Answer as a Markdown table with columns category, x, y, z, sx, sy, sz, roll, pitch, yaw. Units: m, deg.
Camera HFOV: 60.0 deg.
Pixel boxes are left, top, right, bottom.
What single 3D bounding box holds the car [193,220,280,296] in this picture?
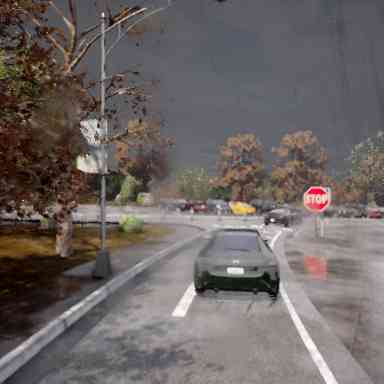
| category | x | y | z | sx | sy | sz | roll | pitch | yaw |
| --- | --- | --- | --- | --- | --- | --- | --- | --- | --- |
| car | 1.237 | 1.682 | 9.096 | 1.994 | 1.385 | 4.181 | 0 | -1 | 9 |

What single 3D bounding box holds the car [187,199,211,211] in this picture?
| category | x | y | z | sx | sy | sz | roll | pitch | yaw |
| --- | --- | --- | --- | --- | --- | --- | --- | --- | --- |
| car | 1.011 | 2.001 | 51.734 | 2.163 | 1.488 | 4.792 | 4 | -1 | -20 |

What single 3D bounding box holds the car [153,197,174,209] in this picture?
| category | x | y | z | sx | sy | sz | roll | pitch | yaw |
| --- | --- | --- | --- | --- | --- | --- | --- | --- | --- |
| car | -4.317 | 1.629 | 49.750 | 2.002 | 1.452 | 4.674 | 4 | -1 | -20 |

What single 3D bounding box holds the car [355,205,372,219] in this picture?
| category | x | y | z | sx | sy | sz | roll | pitch | yaw |
| --- | --- | --- | --- | --- | --- | --- | --- | --- | --- |
| car | 21.283 | 2.885 | 45.182 | 2.163 | 1.488 | 4.792 | 3 | -1 | -20 |

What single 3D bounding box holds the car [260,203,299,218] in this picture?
| category | x | y | z | sx | sy | sz | roll | pitch | yaw |
| --- | --- | --- | --- | --- | --- | --- | --- | --- | --- |
| car | 10.823 | 2.305 | 41.366 | 2.231 | 1.521 | 4.892 | 3 | -1 | -20 |

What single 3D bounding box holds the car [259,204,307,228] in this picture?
| category | x | y | z | sx | sy | sz | roll | pitch | yaw |
| --- | --- | --- | --- | --- | --- | --- | --- | --- | --- |
| car | 7.321 | 1.978 | 26.555 | 1.812 | 1.442 | 4.674 | 1 | -1 | 35 |

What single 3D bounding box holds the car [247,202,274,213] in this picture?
| category | x | y | z | sx | sy | sz | roll | pitch | yaw |
| --- | --- | --- | --- | --- | --- | --- | --- | --- | --- |
| car | 11.366 | 2.600 | 55.500 | 2.097 | 1.535 | 5.008 | 3 | -1 | -20 |

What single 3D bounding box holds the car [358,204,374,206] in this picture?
| category | x | y | z | sx | sy | sz | roll | pitch | yaw |
| --- | --- | --- | --- | --- | --- | --- | --- | --- | --- |
| car | 26.496 | 2.954 | 47.161 | 2.185 | 1.767 | 4.553 | 2 | -1 | -20 |

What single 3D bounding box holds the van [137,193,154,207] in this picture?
| category | x | y | z | sx | sy | sz | roll | pitch | yaw |
| --- | --- | --- | --- | --- | --- | --- | --- | --- | --- |
| van | -6.759 | 1.183 | 48.715 | 1.878 | 1.987 | 4.442 | 4 | -1 | -20 |

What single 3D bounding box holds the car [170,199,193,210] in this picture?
| category | x | y | z | sx | sy | sz | roll | pitch | yaw |
| --- | --- | --- | --- | --- | --- | --- | --- | --- | --- |
| car | -1.709 | 1.820 | 50.707 | 2.002 | 1.452 | 4.674 | 4 | -1 | -20 |

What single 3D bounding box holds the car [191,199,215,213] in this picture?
| category | x | y | z | sx | sy | sz | roll | pitch | yaw |
| --- | --- | --- | --- | --- | --- | --- | --- | --- | --- |
| car | 0.365 | 1.621 | 37.563 | 2.163 | 1.488 | 4.792 | 4 | -1 | -20 |

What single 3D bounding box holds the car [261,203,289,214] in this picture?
| category | x | y | z | sx | sy | sz | roll | pitch | yaw |
| --- | --- | --- | --- | --- | --- | --- | --- | --- | --- |
| car | 13.982 | 2.734 | 56.460 | 2.097 | 1.535 | 5.008 | 3 | -1 | -20 |

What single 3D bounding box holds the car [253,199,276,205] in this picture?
| category | x | y | z | sx | sy | sz | roll | pitch | yaw |
| --- | --- | --- | --- | --- | --- | --- | --- | --- | --- |
| car | 8.211 | 1.888 | 40.444 | 2.435 | 2.045 | 5.566 | 4 | -1 | -20 |

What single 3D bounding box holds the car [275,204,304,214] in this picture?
| category | x | y | z | sx | sy | sz | roll | pitch | yaw |
| --- | --- | --- | --- | --- | --- | --- | --- | --- | --- |
| car | 16.718 | 2.866 | 57.465 | 2.231 | 1.521 | 4.892 | 3 | -1 | -20 |

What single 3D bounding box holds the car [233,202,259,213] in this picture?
| category | x | y | z | sx | sy | sz | roll | pitch | yaw |
| --- | --- | --- | --- | --- | --- | --- | --- | --- | --- |
| car | 8.756 | 2.488 | 54.516 | 2.163 | 1.488 | 4.792 | 3 | -1 | -20 |

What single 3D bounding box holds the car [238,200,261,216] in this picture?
| category | x | y | z | sx | sy | sz | roll | pitch | yaw |
| --- | --- | --- | --- | --- | --- | --- | --- | --- | --- |
| car | 5.591 | 1.965 | 39.446 | 2.097 | 1.535 | 5.008 | 4 | -1 | -20 |

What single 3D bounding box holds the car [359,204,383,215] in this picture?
| category | x | y | z | sx | sy | sz | roll | pitch | yaw |
| --- | --- | --- | --- | --- | --- | --- | --- | --- | --- |
| car | 34.905 | 3.368 | 64.183 | 2.185 | 1.767 | 4.553 | 1 | -1 | -20 |

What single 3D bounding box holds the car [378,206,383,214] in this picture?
| category | x | y | z | sx | sy | sz | roll | pitch | yaw |
| --- | --- | --- | --- | --- | --- | --- | --- | --- | --- |
| car | 40.193 | 3.603 | 66.289 | 1.946 | 1.575 | 5.366 | 1 | 0 | -20 |

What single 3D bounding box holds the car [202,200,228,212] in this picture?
| category | x | y | z | sx | sy | sz | roll | pitch | yaw |
| --- | --- | --- | --- | --- | --- | --- | --- | --- | --- |
| car | 3.575 | 2.143 | 52.842 | 1.946 | 1.575 | 5.366 | 4 | -1 | -20 |

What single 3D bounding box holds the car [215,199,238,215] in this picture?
| category | x | y | z | sx | sy | sz | roll | pitch | yaw |
| --- | --- | --- | --- | --- | --- | --- | --- | --- | --- |
| car | 2.983 | 1.657 | 38.527 | 2.185 | 1.767 | 4.553 | 4 | -1 | -20 |

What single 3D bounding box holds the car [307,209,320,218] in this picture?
| category | x | y | z | sx | sy | sz | roll | pitch | yaw |
| --- | --- | --- | --- | --- | --- | --- | --- | --- | --- |
| car | 13.434 | 2.487 | 42.300 | 2.163 | 1.488 | 4.792 | 3 | -1 | -20 |

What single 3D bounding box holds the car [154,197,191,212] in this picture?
| category | x | y | z | sx | sy | sz | roll | pitch | yaw |
| --- | --- | --- | --- | --- | --- | --- | --- | --- | --- |
| car | -2.222 | 1.430 | 36.551 | 2.163 | 1.488 | 4.792 | 4 | -1 | -20 |

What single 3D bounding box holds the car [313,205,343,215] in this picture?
| category | x | y | z | sx | sy | sz | roll | pitch | yaw |
| --- | --- | --- | --- | --- | --- | --- | --- | --- | --- |
| car | 24.505 | 3.178 | 60.133 | 1.946 | 1.575 | 5.366 | 2 | -1 | -20 |

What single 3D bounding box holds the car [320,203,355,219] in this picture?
| category | x | y | z | sx | sy | sz | roll | pitch | yaw |
| --- | --- | --- | --- | --- | --- | --- | --- | --- | --- |
| car | 18.675 | 2.606 | 44.223 | 2.185 | 1.767 | 4.553 | 3 | -1 | -20 |

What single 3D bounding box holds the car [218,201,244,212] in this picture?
| category | x | y | z | sx | sy | sz | roll | pitch | yaw |
| --- | --- | --- | --- | --- | --- | --- | --- | --- | --- |
| car | 6.194 | 2.309 | 53.804 | 1.946 | 1.575 | 5.366 | 4 | -1 | -20 |

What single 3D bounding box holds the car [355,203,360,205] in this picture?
| category | x | y | z | sx | sy | sz | roll | pitch | yaw |
| --- | --- | --- | --- | --- | --- | --- | --- | --- | --- |
| car | 29.672 | 3.103 | 62.258 | 2.435 | 2.045 | 5.566 | 2 | -1 | -20 |

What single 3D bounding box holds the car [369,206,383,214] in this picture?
| category | x | y | z | sx | sy | sz | roll | pitch | yaw |
| --- | --- | --- | --- | --- | --- | --- | --- | --- | --- |
| car | 37.529 | 3.551 | 65.107 | 2.097 | 1.535 | 5.008 | 1 | 0 | -20 |

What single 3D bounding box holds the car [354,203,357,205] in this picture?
| category | x | y | z | sx | sy | sz | roll | pitch | yaw |
| --- | --- | --- | --- | --- | --- | --- | --- | --- | --- |
| car | 27.056 | 3.272 | 61.273 | 2.097 | 1.535 | 5.008 | 2 | -1 | -20 |

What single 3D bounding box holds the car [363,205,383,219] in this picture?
| category | x | y | z | sx | sy | sz | roll | pitch | yaw |
| --- | --- | --- | --- | --- | --- | --- | --- | --- | --- |
| car | 23.877 | 3.001 | 46.197 | 2.163 | 1.488 | 4.792 | 2 | -1 | -20 |
